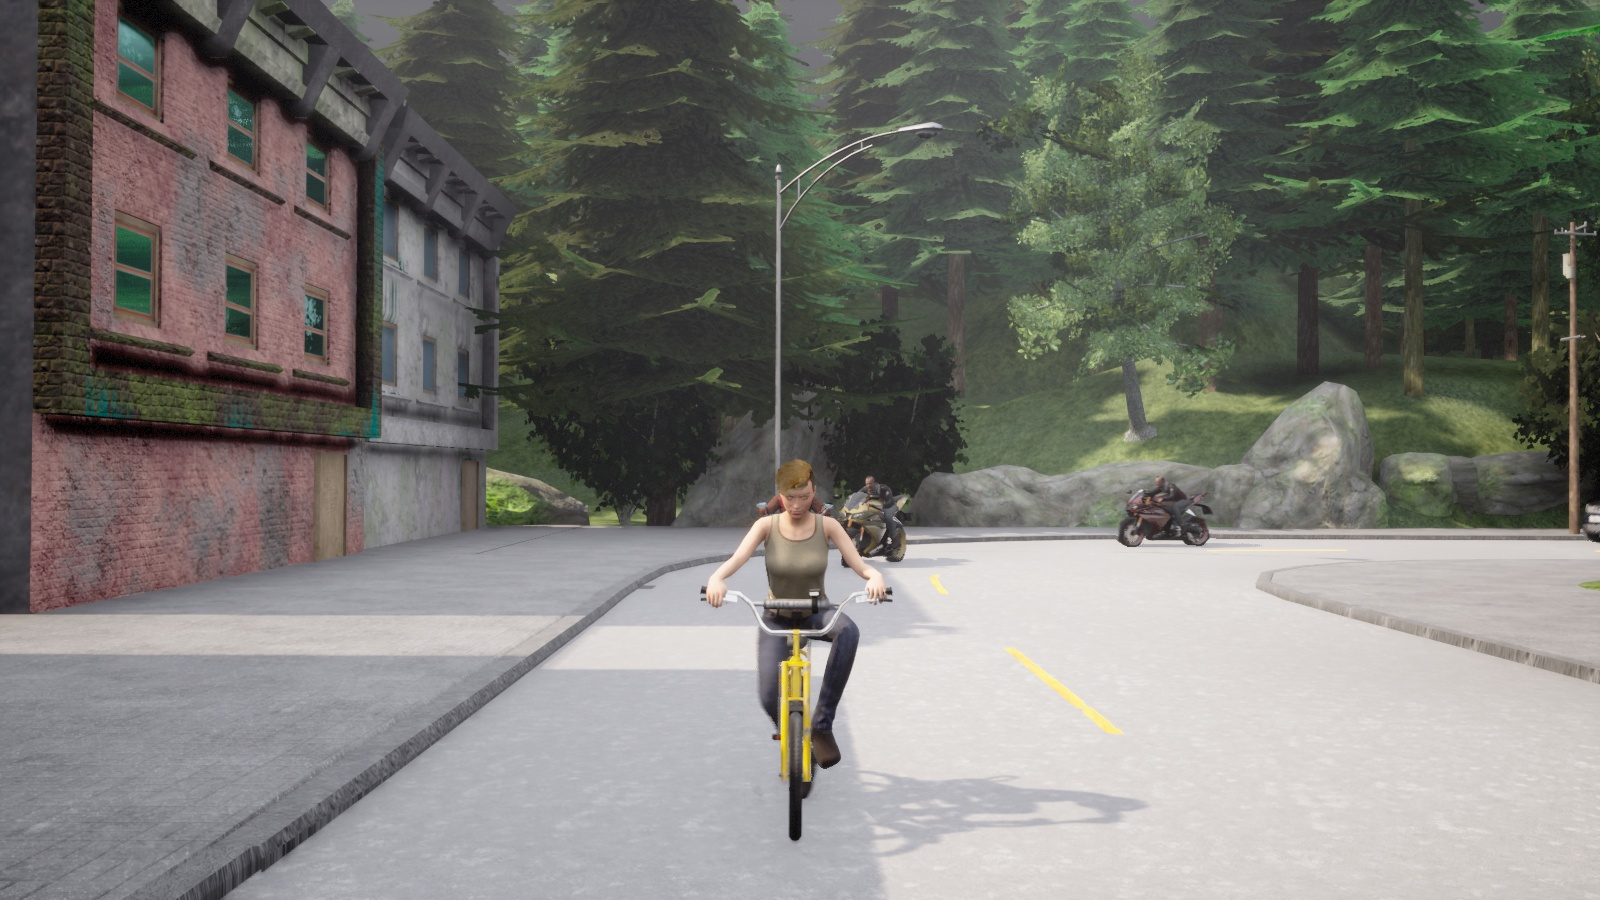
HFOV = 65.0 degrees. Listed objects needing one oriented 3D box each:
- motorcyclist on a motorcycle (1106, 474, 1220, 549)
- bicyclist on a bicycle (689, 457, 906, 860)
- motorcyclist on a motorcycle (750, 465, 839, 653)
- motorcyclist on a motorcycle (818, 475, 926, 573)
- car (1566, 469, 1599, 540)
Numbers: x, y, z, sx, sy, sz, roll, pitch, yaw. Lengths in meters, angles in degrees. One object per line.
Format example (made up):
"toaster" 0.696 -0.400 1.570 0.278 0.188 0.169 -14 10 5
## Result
"motorcyclist on a motorcycle" 7.643 1.265 26.465 2.191 1.530 0.866 0 -1 -18
"bicyclist on a bicycle" -0.009 0.849 5.811 0.866 1.612 1.509 0 -1 0
"motorcyclist on a motorcycle" -0.041 0.969 12.169 0.766 1.649 2.350 0 -1 0
"motorcyclist on a motorcycle" 1.244 1.200 21.108 0.866 1.530 2.191 -1 -1 32
"car" 19.193 1.177 27.516 3.705 1.549 1.789 0 -1 0
